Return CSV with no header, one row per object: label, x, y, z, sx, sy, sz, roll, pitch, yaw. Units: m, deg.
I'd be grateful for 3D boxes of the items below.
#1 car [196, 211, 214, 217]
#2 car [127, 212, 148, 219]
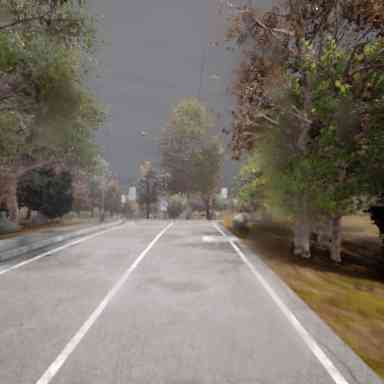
car,3.257,5.241,76.812,4.892,1.490,1.837,-1,-5,22
car,-12.357,5.378,75.168,4.902,1.511,2.128,2,-5,-33
